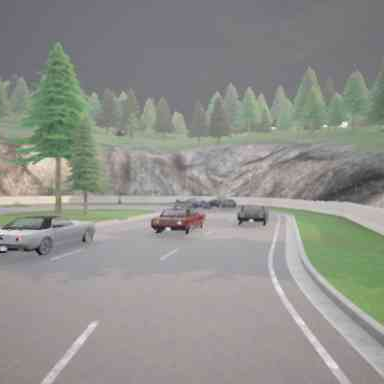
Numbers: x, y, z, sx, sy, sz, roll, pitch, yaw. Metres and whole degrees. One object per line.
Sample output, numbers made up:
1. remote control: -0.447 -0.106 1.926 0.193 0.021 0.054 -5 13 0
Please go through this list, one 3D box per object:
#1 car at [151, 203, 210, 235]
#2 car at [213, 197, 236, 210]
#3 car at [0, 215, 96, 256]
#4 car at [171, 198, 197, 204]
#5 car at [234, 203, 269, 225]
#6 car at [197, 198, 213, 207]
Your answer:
1. car: -0.587 1.545 18.708 1.895 1.301 4.718 0 0 16
2. car: 3.499 1.372 41.546 2.128 1.511 4.902 0 0 -30
3. car: -5.658 1.557 13.052 1.895 1.301 4.718 0 0 13
4. car: -1.137 1.387 35.053 2.128 1.511 4.902 0 0 -8
5. car: 4.389 1.535 23.437 1.895 1.301 4.718 0 0 15
6. car: 0.056 1.406 40.667 1.812 1.442 4.674 1 0 -35
